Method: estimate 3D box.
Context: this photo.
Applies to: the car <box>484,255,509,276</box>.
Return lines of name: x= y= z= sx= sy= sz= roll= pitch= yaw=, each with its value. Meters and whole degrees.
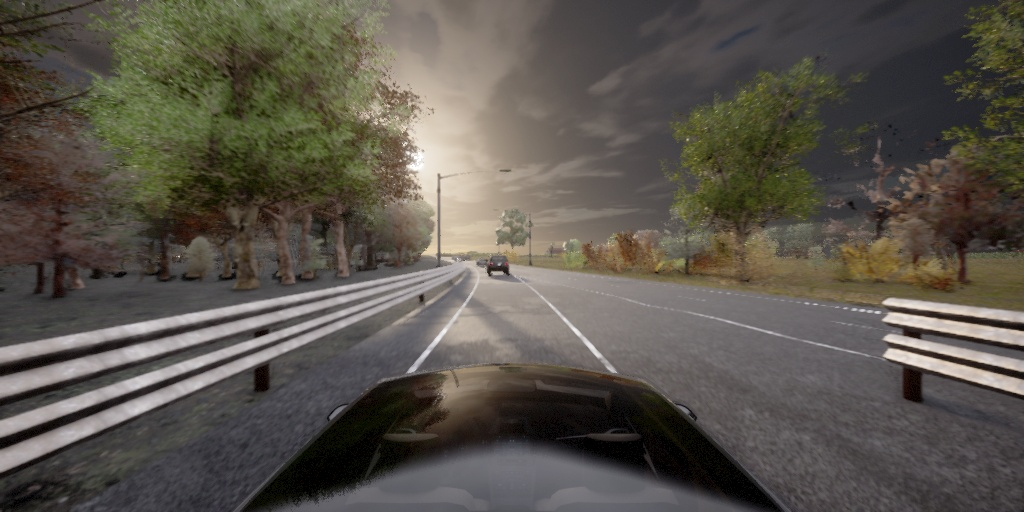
car: x=-1.574 y=0.960 z=38.052 sx=2.150 sy=2.045 sz=5.566 roll=0 pitch=0 yaw=-6
